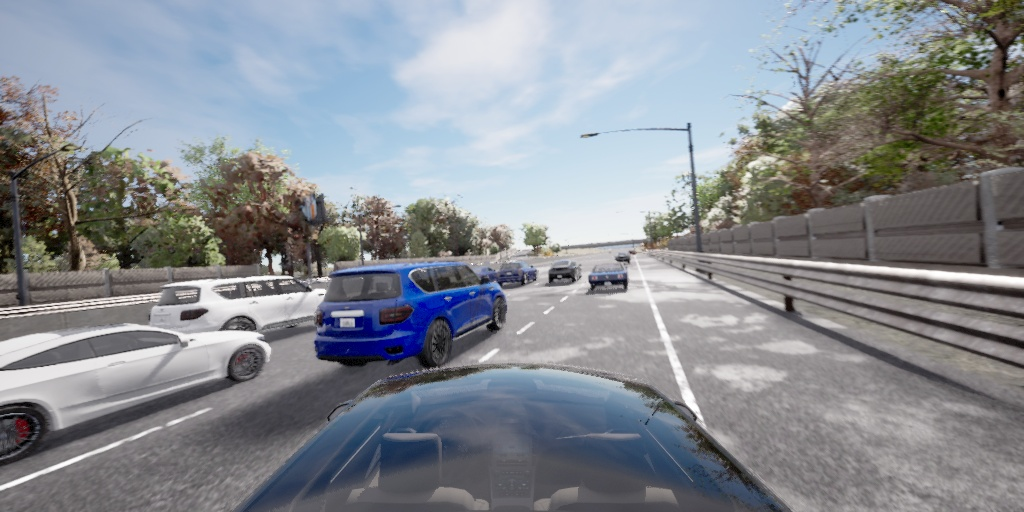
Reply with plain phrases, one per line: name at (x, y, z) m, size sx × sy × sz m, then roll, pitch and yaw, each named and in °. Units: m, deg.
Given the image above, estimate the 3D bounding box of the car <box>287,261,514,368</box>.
car at (-1.921, 1.154, 8.564) m, size 2.150 × 2.045 × 5.566 m, roll -5°, pitch 0°, yaw 18°

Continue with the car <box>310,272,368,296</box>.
car at (-15.927, 2.539, 33.275) m, size 2.097 × 1.767 × 4.553 m, roll -5°, pitch 0°, yaw 19°

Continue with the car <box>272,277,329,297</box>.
car at (-21.895, 3.182, 37.390) m, size 2.128 × 1.511 × 4.902 m, roll -5°, pitch 0°, yaw 19°

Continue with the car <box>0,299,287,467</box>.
car at (-6.493, 1.818, 5.771) m, size 1.812 × 1.442 × 4.674 m, roll -5°, pitch 0°, yaw 18°

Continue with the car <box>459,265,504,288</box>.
car at (-2.379, 1.594, 29.135) m, size 1.812 × 1.442 × 4.674 m, roll -5°, pitch 0°, yaw 18°

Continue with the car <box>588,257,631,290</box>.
car at (5.308, 0.999, 19.402) m, size 1.895 × 1.301 × 4.718 m, roll -5°, pitch 0°, yaw 18°

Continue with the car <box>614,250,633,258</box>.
car at (14.351, 0.309, 46.539) m, size 1.837 × 1.490 × 4.892 m, roll -5°, pitch 0°, yaw 18°

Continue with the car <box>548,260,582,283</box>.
car at (3.868, 1.050, 25.818) m, size 1.837 × 1.490 × 4.892 m, roll -5°, pitch 0°, yaw 18°

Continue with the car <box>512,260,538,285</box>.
car at (0.464, 1.177, 26.680) m, size 2.097 × 1.767 × 4.553 m, roll -5°, pitch 0°, yaw 18°

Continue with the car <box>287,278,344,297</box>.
car at (-19.012, 3.047, 34.998) m, size 1.895 × 1.301 × 4.718 m, roll -5°, pitch 0°, yaw 19°

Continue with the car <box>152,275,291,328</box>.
car at (-8.182, 1.677, 11.813) m, size 2.150 × 2.045 × 5.566 m, roll -5°, pitch 0°, yaw 18°
